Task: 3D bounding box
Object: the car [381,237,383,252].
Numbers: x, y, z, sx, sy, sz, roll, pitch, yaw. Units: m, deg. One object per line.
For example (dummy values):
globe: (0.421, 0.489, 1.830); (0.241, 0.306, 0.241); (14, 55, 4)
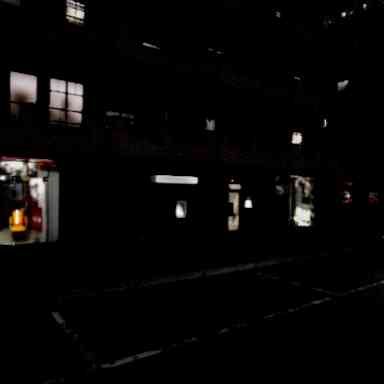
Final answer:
car: (9.118, 1.733, 13.069); (4.206, 1.307, 1.802); (1, 0, -36)
